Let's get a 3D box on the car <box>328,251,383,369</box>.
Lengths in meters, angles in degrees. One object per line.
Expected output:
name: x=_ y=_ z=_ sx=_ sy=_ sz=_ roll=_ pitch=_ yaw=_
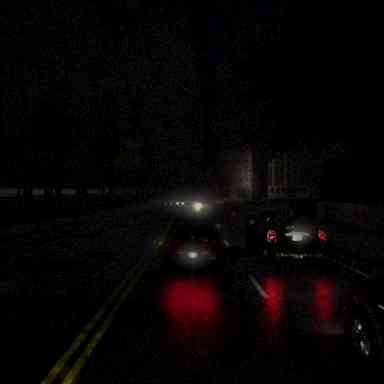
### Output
car: x=3.252 y=1.382 z=3.015 sx=2.097 sy=1.767 sz=4.553 roll=0 pitch=-1 yaw=0

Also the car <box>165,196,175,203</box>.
car: x=-6.489 y=2.124 z=93.117 sx=1.882 sy=1.535 sz=5.008 roll=0 pitch=0 yaw=0

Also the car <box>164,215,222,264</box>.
car: x=0.048 y=1.622 z=12.275 sx=1.837 sy=1.490 sz=4.892 roll=0 pitch=0 yaw=1

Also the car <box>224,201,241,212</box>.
car: x=5.680 y=1.957 z=46.202 sx=1.812 sy=1.442 sz=4.674 roll=0 pitch=0 yaw=17

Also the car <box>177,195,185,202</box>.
car: x=-3.239 y=2.242 z=93.088 sx=1.895 sy=1.301 sz=4.718 roll=0 pitch=0 yaw=0

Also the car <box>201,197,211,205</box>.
car: x=3.259 y=1.994 z=77.336 sx=2.097 sy=1.767 sz=4.553 roll=0 pitch=0 yaw=0

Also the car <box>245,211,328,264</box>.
car: x=3.298 y=1.469 z=12.453 sx=2.097 sy=1.767 sz=4.553 roll=0 pitch=-1 yaw=0
